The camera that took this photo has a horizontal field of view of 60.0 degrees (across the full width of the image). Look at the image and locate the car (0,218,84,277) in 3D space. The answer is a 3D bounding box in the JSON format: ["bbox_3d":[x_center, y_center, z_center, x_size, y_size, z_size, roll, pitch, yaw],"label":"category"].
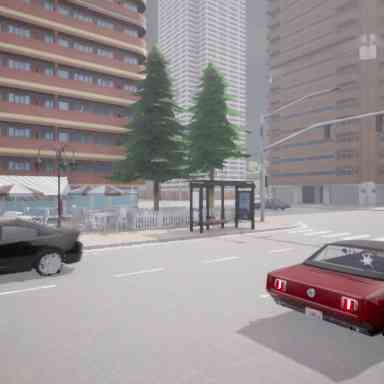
[{"bbox_3d":[-5.443,1.477,8.684,5.008,1.535,1.882,0,0,-36],"label":"car"}]

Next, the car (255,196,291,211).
[{"bbox_3d":[10.066,1.603,42.684,2.033,1.411,5.357,0,0,-36],"label":"car"}]

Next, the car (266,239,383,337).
[{"bbox_3d":[3.697,1.601,6.444,4.718,1.301,1.895,0,0,-36],"label":"car"}]
